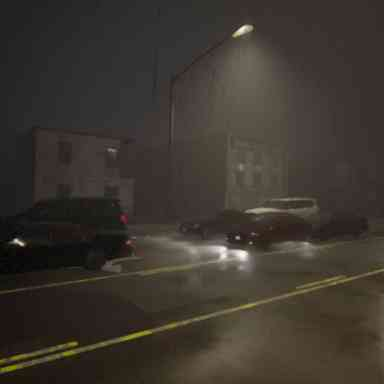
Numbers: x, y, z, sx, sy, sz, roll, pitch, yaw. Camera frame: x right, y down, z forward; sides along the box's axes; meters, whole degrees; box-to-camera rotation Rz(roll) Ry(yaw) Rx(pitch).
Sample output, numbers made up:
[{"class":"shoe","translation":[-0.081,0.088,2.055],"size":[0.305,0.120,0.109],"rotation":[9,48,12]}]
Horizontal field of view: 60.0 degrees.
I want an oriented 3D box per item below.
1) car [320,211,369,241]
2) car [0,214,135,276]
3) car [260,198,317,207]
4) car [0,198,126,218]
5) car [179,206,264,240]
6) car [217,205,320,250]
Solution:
[{"class":"car","translation":[7.333,1.715,17.743],"size":[5.357,1.411,2.033],"rotation":[-1,1,-35]},{"class":"car","translation":[-4.360,1.564,9.475],"size":[5.357,1.411,2.033],"rotation":[1,0,-35]},{"class":"car","translation":[5.731,1.383,20.901],"size":[5.566,2.045,2.150],"rotation":[1,0,-34]},{"class":"car","translation":[-5.308,1.250,13.089],"size":[5.566,2.045,2.150],"rotation":[0,0,-35]},{"class":"car","translation":[1.517,1.637,17.845],"size":[4.674,1.442,1.812],"rotation":[1,0,-35]},{"class":"car","translation":[3.519,1.609,14.971],"size":[4.181,1.385,1.994],"rotation":[-4,2,-35]}]
